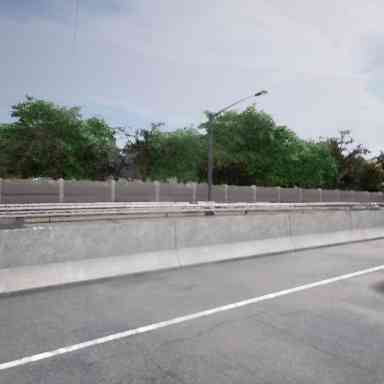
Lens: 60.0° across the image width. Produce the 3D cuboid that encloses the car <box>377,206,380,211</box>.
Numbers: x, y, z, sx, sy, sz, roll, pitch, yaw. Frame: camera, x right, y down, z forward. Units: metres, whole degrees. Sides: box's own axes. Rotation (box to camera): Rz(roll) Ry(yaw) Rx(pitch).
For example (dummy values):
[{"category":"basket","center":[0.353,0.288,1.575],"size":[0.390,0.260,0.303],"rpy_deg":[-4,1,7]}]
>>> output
[{"category":"car","center":[23.709,2.082,37.989],"size":[4.902,1.511,2.128],"rpy_deg":[2,-1,-35]}]

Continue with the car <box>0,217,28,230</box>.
[{"category":"car","center":[-9.930,1.546,14.108],"size":[5.357,1.411,2.033],"rpy_deg":[0,0,-35]}]

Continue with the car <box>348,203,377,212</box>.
[{"category":"car","center":[20.938,2.074,40.314],"size":[4.892,1.490,1.837],"rpy_deg":[2,-1,-35]}]
